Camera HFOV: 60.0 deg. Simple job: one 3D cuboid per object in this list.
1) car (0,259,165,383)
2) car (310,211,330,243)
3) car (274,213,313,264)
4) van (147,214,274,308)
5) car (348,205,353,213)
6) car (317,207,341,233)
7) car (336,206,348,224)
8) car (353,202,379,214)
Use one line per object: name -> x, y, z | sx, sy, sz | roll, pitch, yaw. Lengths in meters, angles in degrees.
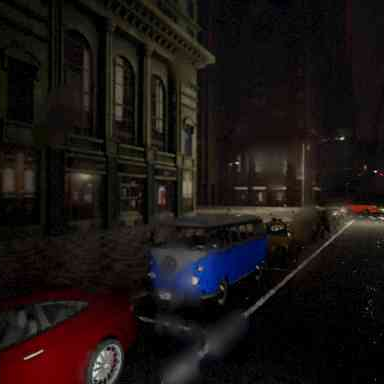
car -> -2.218, 1.609, 3.142 | 1.802, 1.307, 4.206 | 0, -1, 29
car -> 6.040, 1.874, 17.896 | 1.802, 1.307, 4.206 | 0, -1, 29
car -> 3.204, 1.726, 12.830 | 1.752, 1.417, 4.829 | 0, -1, 29
van -> 0.536, 1.456, 8.064 | 1.690, 1.788, 3.998 | 0, -1, 29
car -> 14.298, 2.114, 32.650 | 2.008, 1.369, 4.403 | 0, -1, 29
car -> 8.793, 1.948, 22.814 | 1.947, 1.339, 4.313 | 0, -1, 29
car -> 11.546, 2.039, 27.732 | 1.947, 1.339, 4.313 | 0, -1, 29
car -> 24.729, 2.238, 48.572 | 2.097, 1.767, 4.553 | 1, -1, -23
